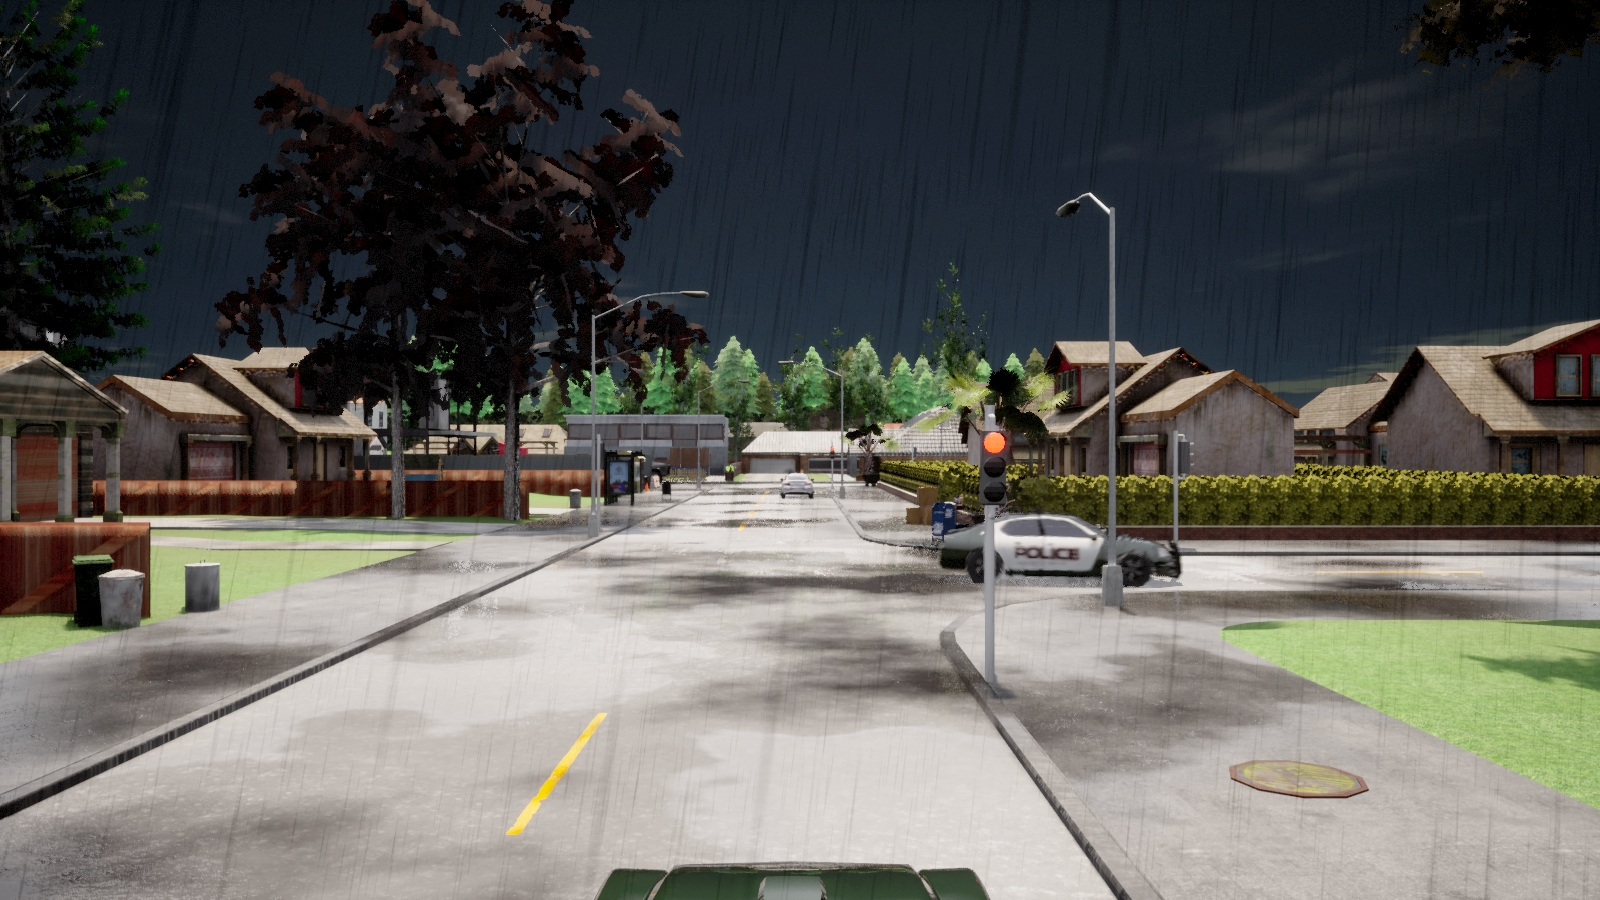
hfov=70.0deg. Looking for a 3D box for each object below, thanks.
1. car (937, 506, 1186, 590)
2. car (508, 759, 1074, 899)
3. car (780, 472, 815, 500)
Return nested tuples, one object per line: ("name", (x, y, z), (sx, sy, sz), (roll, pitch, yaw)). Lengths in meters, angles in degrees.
("car", (5.486, 2.038, 24.385), (4.974, 1.542, 2.038), (0, 0, 11))
("car", (-0.028, 2.155, 3.193), (1.895, 1.301, 4.718), (0, 0, 0))
("car", (-0.164, 2.081, 66.907), (2.002, 1.442, 4.674), (0, 0, 0))
